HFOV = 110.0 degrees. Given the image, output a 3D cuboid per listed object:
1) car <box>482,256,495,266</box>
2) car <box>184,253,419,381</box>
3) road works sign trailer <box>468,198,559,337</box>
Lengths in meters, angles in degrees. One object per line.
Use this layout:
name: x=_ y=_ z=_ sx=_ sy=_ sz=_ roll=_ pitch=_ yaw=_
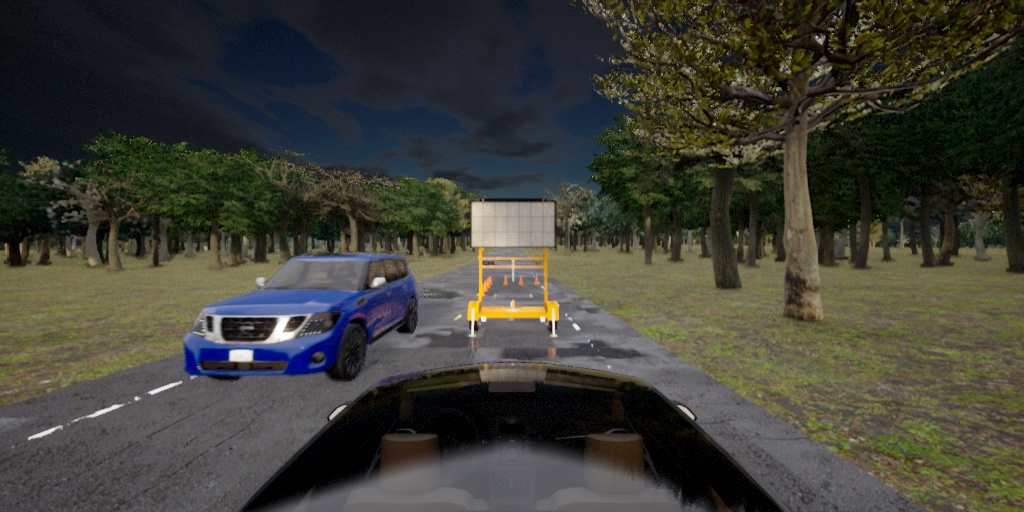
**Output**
car: x=-3.417 y=0.673 z=49.944 sx=1.994 sy=1.385 sz=4.181 roll=0 pitch=2 yaw=0
car: x=-3.575 y=0.955 z=7.510 sx=2.150 sy=2.045 sz=5.566 roll=0 pitch=0 yaw=0
road works sign trailer: x=0.034 y=0.184 z=10.187 sx=2.380 sy=3.560 sz=2.880 roll=0 pitch=0 yaw=0
